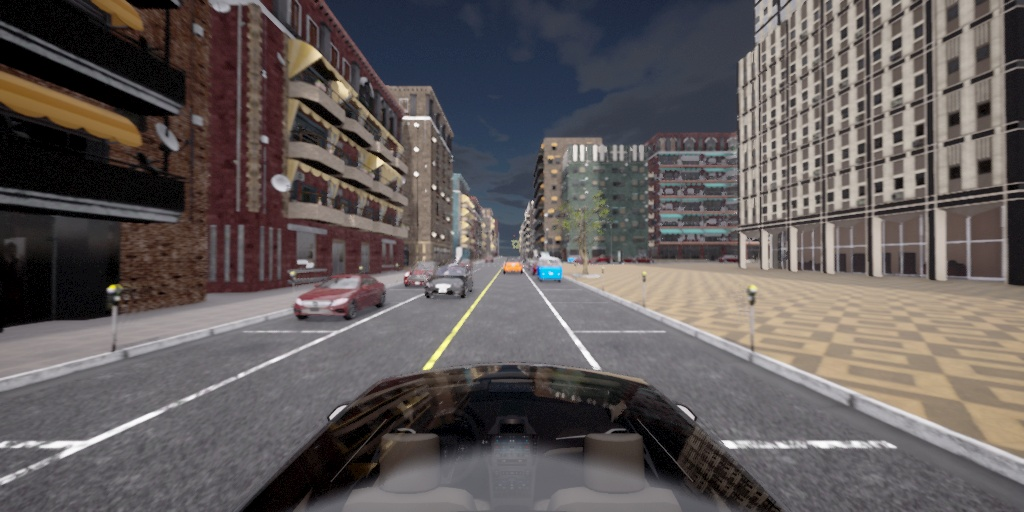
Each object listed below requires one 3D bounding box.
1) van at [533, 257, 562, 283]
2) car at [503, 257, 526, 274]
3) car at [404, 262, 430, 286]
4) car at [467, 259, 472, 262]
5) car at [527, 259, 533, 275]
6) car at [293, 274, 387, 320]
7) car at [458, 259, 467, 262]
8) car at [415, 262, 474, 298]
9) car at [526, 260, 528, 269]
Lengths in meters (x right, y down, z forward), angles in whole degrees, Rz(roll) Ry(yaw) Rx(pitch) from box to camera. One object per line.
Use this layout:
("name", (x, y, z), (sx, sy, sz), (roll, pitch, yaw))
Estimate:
("van", (2.725, 0.996, 26.936), (1.690, 1.789, 3.998), (0, 0, 0))
("car", (0.109, 0.963, 39.163), (2.097, 1.767, 4.553), (0, 0, 0))
("car", (-5.689, 1.108, 23.551), (1.967, 1.591, 4.097), (0, 0, 0))
("car", (-5.809, 1.033, 43.594), (1.967, 1.591, 4.097), (0, 0, 0))
("car", (2.783, 1.169, 35.397), (1.888, 1.381, 4.507), (0, 0, 0))
("car", (-5.687, 1.292, 12.412), (1.802, 1.307, 4.207), (0, 0, 0))
("car", (-5.760, 1.208, 34.690), (1.802, 1.307, 4.207), (0, 0, 0))
("car", (-2.996, 1.221, 17.936), (2.128, 1.511, 4.902), (0, 0, 0))
("car", (2.832, 1.136, 45.828), (2.007, 1.370, 4.403), (0, 0, 0))
